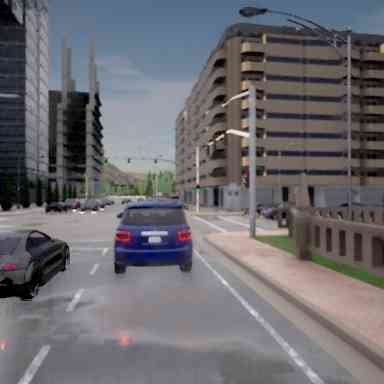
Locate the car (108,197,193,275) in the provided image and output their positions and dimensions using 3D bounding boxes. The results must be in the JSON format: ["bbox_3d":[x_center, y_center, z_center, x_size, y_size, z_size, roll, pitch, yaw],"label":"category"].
[{"bbox_3d":[-1.302,1.311,10.984,2.150,2.045,5.566,0,0,-8],"label":"car"}]

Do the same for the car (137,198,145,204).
[{"bbox_3d":[-13.211,2.236,86.768,2.033,1.411,5.357,0,0,-9],"label":"car"}]

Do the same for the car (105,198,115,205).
[{"bbox_3d":[-18.423,2.133,74.828,1.812,1.442,4.674,0,0,-9],"label":"car"}]

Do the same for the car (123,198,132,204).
[{"bbox_3d":[-16.668,2.248,86.225,1.994,1.385,4.181,0,0,-9],"label":"car"}]

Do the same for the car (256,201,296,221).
[{"bbox_3d":[8.490,1.640,30.279,4.553,1.767,2.097,0,0,-9],"label":"car"}]

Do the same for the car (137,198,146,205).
[{"bbox_3d":[-11.651,2.169,76.829,1.994,1.385,4.181,0,0,-9],"label":"car"}]

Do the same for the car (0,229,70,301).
[{"bbox_3d":[-4.501,1.636,8.436,1.994,1.385,4.181,0,0,-7],"label":"car"}]

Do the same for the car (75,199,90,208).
[{"bbox_3d":[-19.635,2.018,59.589,1.812,1.442,4.674,0,0,-9],"label":"car"}]

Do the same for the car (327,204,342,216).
[{"bbox_3d":[16.666,1.823,35.152,4.892,1.490,1.837,0,0,-9],"label":"car"}]

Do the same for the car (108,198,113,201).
[{"bbox_3d":[-16.858,2.094,64.688,1.994,1.385,4.181,0,0,-9],"label":"car"}]

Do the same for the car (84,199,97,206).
[{"bbox_3d":[-21.096,2.123,69.283,1.994,1.385,4.181,0,0,-9],"label":"car"}]

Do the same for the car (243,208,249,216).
[{"bbox_3d":[7.569,1.820,33.674,4.892,1.490,1.837,0,0,-9],"label":"car"}]

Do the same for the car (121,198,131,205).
[{"bbox_3d":[-15.091,2.143,76.172,2.128,1.511,4.902,0,0,-9],"label":"car"}]

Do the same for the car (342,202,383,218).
[{"bbox_3d":[17.005,1.854,31.657,4.181,1.385,1.994,0,0,-9],"label":"car"}]

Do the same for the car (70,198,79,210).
[{"bbox_3d":[-18.215,1.770,50.334,2.097,1.767,4.553,0,0,-9],"label":"car"}]

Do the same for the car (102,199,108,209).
[{"bbox_3d":[-15.355,1.975,54.759,1.812,1.442,4.674,0,0,-9],"label":"car"}]

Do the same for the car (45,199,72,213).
[{"bbox_3d":[-16.841,1.947,41.543,1.895,1.301,4.718,0,0,-9],"label":"car"}]

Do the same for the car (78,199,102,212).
[{"bbox_3d":[-13.967,1.883,45.841,1.837,1.490,4.892,0,0,-9],"label":"car"}]
